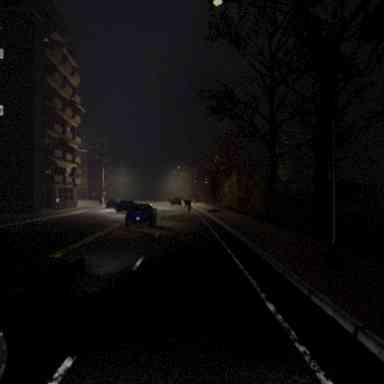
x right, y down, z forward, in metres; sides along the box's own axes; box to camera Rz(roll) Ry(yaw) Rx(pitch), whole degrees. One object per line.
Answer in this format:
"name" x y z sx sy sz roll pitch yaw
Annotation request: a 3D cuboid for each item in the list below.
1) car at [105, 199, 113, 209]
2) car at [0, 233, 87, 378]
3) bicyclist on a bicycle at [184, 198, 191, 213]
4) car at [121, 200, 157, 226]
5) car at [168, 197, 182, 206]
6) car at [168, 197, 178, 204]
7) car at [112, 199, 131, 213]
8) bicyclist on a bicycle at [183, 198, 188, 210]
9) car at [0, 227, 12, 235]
"car" -11.836 1.776 50.407 2.128 1.511 4.902 0 0 -4
"car" -3.199 1.633 5.238 1.895 1.301 4.718 0 0 -1
"bicyclist on a bicycle" -0.320 1.666 39.018 0.582 1.620 1.656 0 -1 -3
"car" -3.668 1.617 24.486 1.882 1.535 5.008 0 0 -2
"car" -2.929 1.841 62.034 1.837 1.490 4.892 0 0 -5
"car" -4.406 1.930 76.354 2.128 1.511 4.902 0 0 -7
"car" -7.872 1.703 39.868 1.882 1.535 5.008 0 0 -3
"bicyclist on a bicycle" -0.910 1.715 48.087 0.582 1.620 1.656 0 -1 -4
"car" -6.701 1.546 8.859 2.128 1.511 4.902 0 0 -1
